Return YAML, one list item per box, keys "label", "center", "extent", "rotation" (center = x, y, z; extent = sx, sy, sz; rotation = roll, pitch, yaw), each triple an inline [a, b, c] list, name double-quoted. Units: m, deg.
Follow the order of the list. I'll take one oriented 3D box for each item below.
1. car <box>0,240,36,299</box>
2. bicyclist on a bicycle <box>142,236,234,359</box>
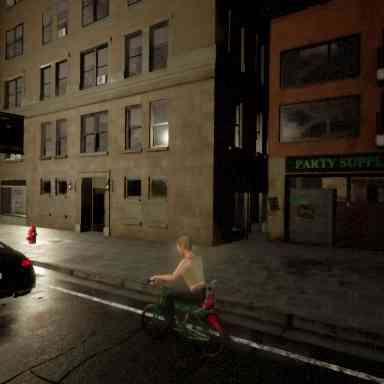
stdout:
- label: "car"
  center: [-5.328, 1.562, 7.385]
  extent: [4.181, 1.385, 1.994]
  rotation: [0, 0, 36]
- label: "bicyclist on a bicycle"
  center: [-0.175, 1.436, 4.778]
  extent: [1.509, 1.612, 0.866]
  rotation: [0, 0, 35]
